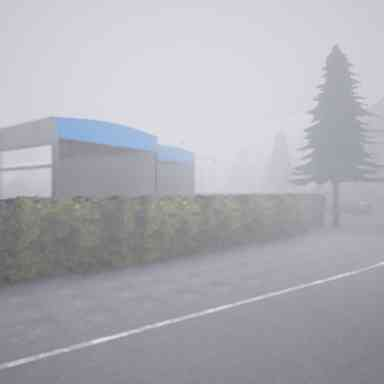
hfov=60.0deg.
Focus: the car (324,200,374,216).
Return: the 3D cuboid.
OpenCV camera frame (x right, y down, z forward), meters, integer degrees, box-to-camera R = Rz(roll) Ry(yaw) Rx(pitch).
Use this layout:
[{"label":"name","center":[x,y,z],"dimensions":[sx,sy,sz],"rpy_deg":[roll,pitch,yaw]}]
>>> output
[{"label":"car","center":[14.681,1.479,31.549],"dimensions":[1.812,1.442,4.674],"rpy_deg":[0,0,-35]}]
